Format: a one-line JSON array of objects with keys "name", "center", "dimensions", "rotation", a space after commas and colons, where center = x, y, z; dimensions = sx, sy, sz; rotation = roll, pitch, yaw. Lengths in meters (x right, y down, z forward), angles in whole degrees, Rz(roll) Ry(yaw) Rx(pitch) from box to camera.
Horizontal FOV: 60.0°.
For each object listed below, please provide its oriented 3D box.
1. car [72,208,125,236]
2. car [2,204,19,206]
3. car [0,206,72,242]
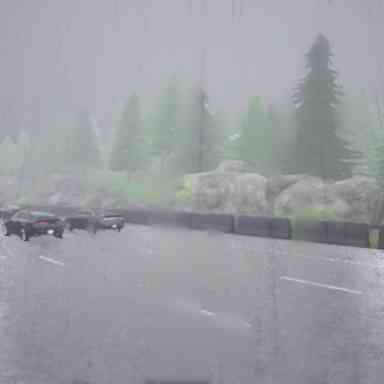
[{"name": "car", "center": [-6.028, 1.718, 20.262], "dimensions": [2.128, 1.511, 4.902], "rotation": [1, -1, -45]}, {"name": "car", "center": [-17.288, 1.886, 31.540], "dimensions": [1.812, 1.442, 4.674], "rotation": [1, -1, -45]}, {"name": "car", "center": [-8.575, 1.707, 17.859], "dimensions": [1.837, 1.490, 4.892], "rotation": [1, -1, -45]}]
